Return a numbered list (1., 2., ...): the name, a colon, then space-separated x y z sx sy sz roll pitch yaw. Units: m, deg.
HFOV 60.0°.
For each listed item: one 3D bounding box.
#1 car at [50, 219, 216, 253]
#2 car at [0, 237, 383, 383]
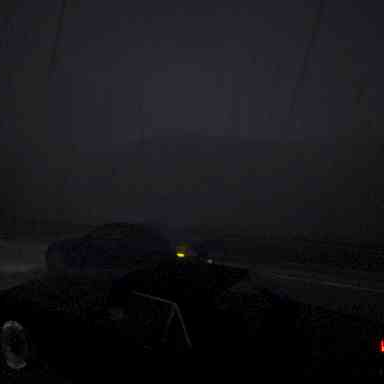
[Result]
1. car: -1.654 1.415 8.559 4.674 1.442 1.812 1 1 27
2. car: -0.382 1.552 4.006 4.718 1.301 1.895 1 1 31
